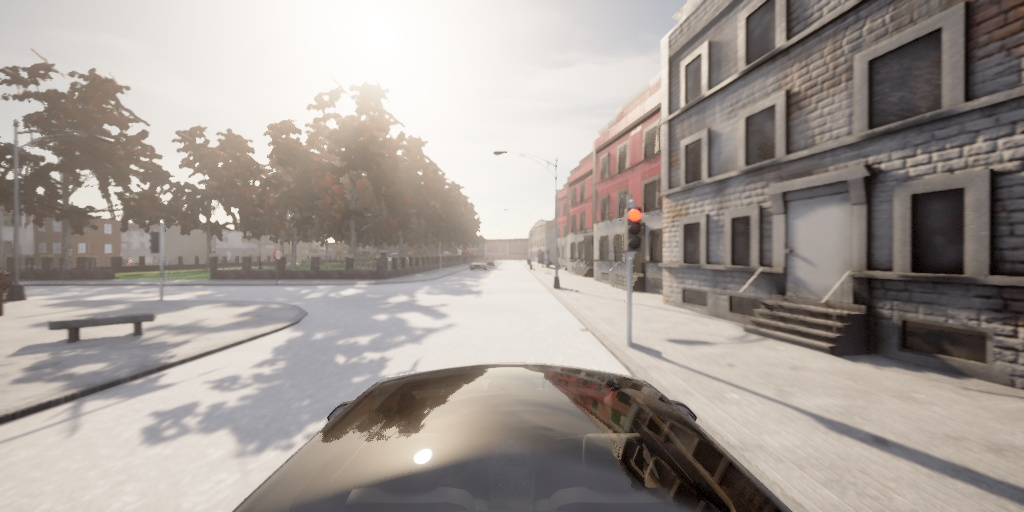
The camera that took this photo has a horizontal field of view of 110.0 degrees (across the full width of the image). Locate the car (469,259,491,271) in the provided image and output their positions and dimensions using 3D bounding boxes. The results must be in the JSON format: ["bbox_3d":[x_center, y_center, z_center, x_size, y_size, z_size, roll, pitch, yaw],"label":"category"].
[{"bbox_3d":[-4.061,1.159,44.239,1.994,1.385,4.181,0,0,0],"label":"car"}]

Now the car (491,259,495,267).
[{"bbox_3d":[-3.999,1.134,61.403,1.895,1.301,4.718,0,0,1],"label":"car"}]

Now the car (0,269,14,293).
[{"bbox_3d":[-27.541,0.916,17.013,5.566,2.045,2.150,0,0,0],"label":"car"}]
